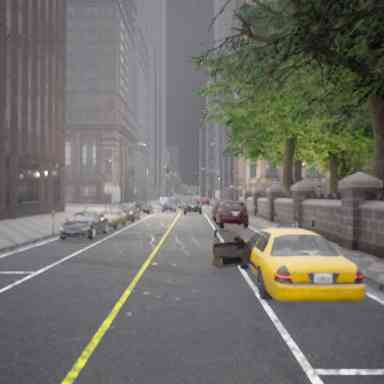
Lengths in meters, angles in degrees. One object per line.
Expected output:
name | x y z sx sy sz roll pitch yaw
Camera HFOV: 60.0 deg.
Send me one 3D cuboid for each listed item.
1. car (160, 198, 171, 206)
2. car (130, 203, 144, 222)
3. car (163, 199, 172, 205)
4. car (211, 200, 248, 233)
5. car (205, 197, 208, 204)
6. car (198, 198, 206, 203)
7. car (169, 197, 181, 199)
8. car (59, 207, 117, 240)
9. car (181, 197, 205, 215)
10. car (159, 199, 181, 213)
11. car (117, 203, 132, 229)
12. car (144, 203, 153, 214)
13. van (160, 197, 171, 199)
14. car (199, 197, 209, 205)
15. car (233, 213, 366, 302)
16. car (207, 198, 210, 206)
car | -5.721 2.134 72.301 1.967 1.590 4.097 0 -1 0
car | -5.744 1.732 29.157 1.967 1.590 4.097 0 -1 0
car | -5.718 2.294 77.741 1.887 1.381 4.507 0 -1 0
car | 2.779 1.554 23.640 2.192 1.841 5.009 0 -1 0
car | 2.805 2.007 72.307 2.192 1.841 5.009 0 -1 0
car | 2.816 2.467 94.066 2.008 1.369 4.403 0 -1 0
car | -1.064 1.975 49.760 2.128 1.511 4.902 0 -1 26
car | -5.751 1.738 18.108 2.008 1.369 4.403 0 -1 0
car | 0.103 1.734 39.432 2.097 1.767 4.553 0 -1 0
car | -2.974 1.996 44.466 2.033 1.411 5.357 0 -1 0
car | -5.747 1.764 23.462 1.752 1.417 4.829 0 -1 0
car | -5.738 1.956 40.203 1.947 1.339 4.313 0 -1 0
van | -5.723 1.981 66.862 1.690 1.788 3.998 0 -1 0
car | 2.807 2.062 77.747 2.192 1.841 5.009 0 -1 0
car | 2.355 1.546 8.529 1.801 1.575 5.366 0 -1 0
car | 2.782 1.605 29.164 2.192 1.841 5.009 0 -1 0
